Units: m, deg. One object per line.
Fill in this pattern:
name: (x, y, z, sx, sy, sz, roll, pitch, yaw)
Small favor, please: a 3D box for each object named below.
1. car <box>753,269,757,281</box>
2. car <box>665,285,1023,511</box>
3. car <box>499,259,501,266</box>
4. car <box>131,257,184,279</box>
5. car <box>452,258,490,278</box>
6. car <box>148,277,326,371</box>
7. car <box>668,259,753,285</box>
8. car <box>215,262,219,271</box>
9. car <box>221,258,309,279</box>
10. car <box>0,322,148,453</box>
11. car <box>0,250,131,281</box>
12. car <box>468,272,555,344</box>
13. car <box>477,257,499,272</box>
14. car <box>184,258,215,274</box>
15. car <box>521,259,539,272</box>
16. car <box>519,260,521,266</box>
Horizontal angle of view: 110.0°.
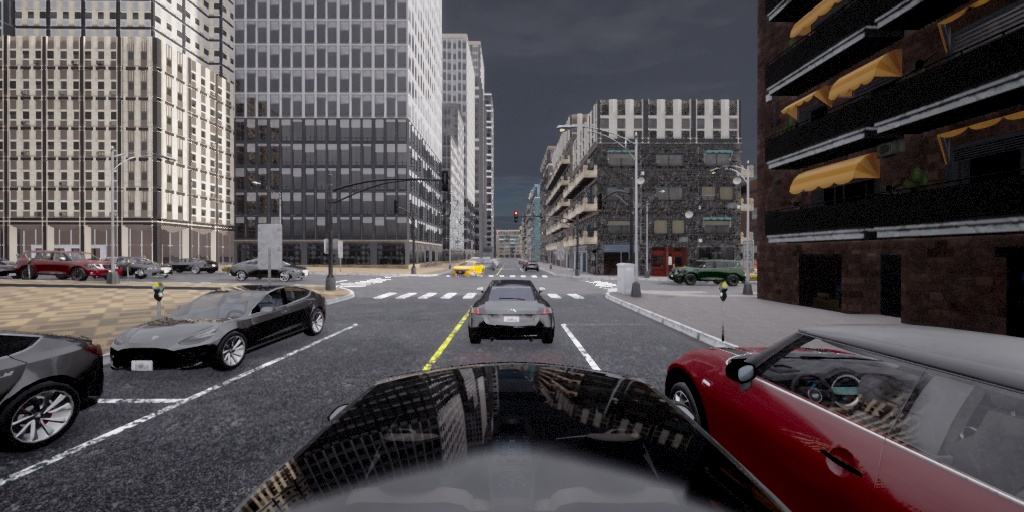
car: (21.286, 1.698, 31.278, 4.829, 1.417, 1.751, 0, 0, -1)
car: (2.692, 1.190, 2.479, 1.967, 1.591, 4.097, 0, 0, 0)
car: (-3.236, 1.283, 61.778, 1.812, 1.442, 4.674, 0, 0, 0)
car: (-26.364, 0.780, 24.816, 4.902, 1.511, 2.128, 1, 0, -1)
car: (-4.052, 1.210, 34.422, 1.882, 1.535, 5.008, 1, 0, 13)
car: (-5.703, 1.315, 7.701, 1.948, 1.339, 4.313, 0, 0, 0)
car: (15.509, 1.290, 28.602, 5.566, 2.045, 2.150, 1, 0, -1)
car: (-22.122, 0.880, 30.753, 4.829, 1.417, 1.751, 0, 0, -1)
car: (-16.791, 0.959, 24.954, 4.902, 1.511, 2.128, 1, 0, -1)
car: (-5.688, 1.316, 2.455, 1.948, 1.339, 4.313, 0, 0, 0)
car: (-27.440, 0.590, 22.208, 5.009, 1.841, 2.192, 0, 0, -1)
car: (-0.017, 1.314, 9.634, 1.994, 1.385, 4.181, 0, 0, 0)
car: (-3.231, 1.244, 47.533, 2.128, 1.511, 4.902, 0, 0, -1)
car: (-27.566, 0.815, 30.589, 4.313, 1.339, 1.948, 0, 0, -1)
car: (2.566, 1.319, 47.369, 1.948, 1.339, 4.313, 0, 0, 0)
car: (2.538, 1.301, 57.336, 1.888, 1.381, 4.507, 0, 0, 0)
